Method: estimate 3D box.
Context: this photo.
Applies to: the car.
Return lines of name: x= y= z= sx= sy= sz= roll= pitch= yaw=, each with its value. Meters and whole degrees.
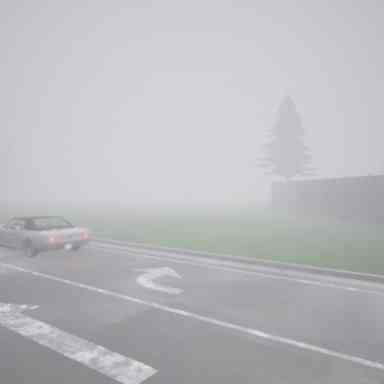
car: x=-5.995 y=1.544 z=12.564 sx=4.718 sy=1.301 sz=1.895 roll=0 pitch=0 yaw=35
